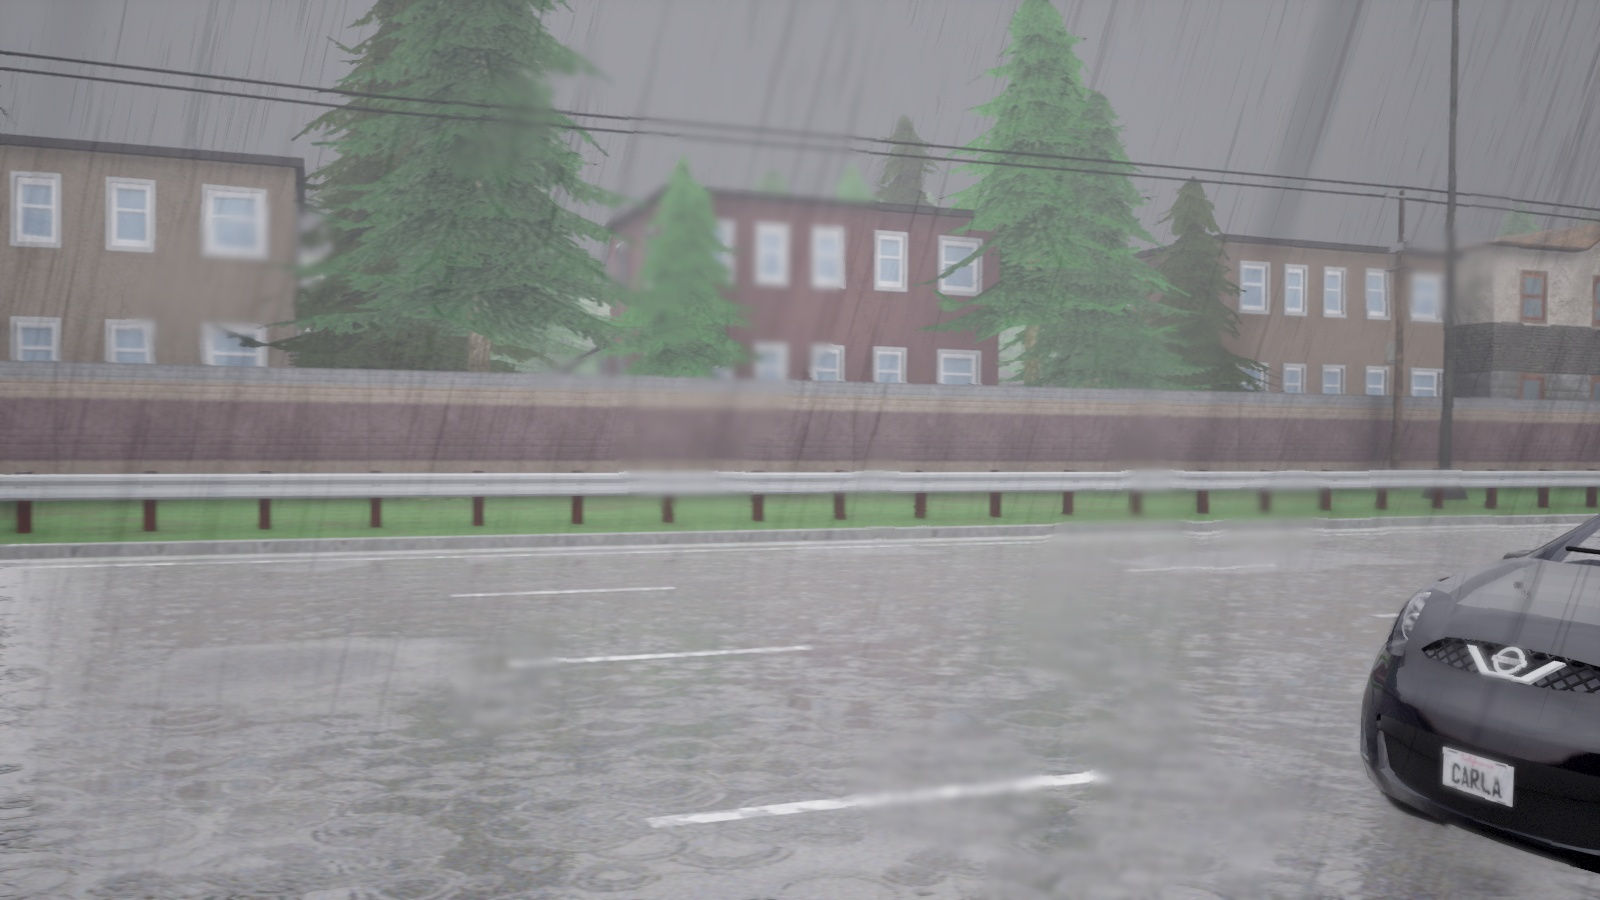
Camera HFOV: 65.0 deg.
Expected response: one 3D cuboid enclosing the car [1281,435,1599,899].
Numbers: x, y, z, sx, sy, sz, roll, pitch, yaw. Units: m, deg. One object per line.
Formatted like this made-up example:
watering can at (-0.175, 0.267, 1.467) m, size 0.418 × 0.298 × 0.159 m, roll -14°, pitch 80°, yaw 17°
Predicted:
car at (3.924, 0.693, 4.729) m, size 3.633 × 1.501 × 1.845 m, roll -1°, pitch 1°, yaw -21°
